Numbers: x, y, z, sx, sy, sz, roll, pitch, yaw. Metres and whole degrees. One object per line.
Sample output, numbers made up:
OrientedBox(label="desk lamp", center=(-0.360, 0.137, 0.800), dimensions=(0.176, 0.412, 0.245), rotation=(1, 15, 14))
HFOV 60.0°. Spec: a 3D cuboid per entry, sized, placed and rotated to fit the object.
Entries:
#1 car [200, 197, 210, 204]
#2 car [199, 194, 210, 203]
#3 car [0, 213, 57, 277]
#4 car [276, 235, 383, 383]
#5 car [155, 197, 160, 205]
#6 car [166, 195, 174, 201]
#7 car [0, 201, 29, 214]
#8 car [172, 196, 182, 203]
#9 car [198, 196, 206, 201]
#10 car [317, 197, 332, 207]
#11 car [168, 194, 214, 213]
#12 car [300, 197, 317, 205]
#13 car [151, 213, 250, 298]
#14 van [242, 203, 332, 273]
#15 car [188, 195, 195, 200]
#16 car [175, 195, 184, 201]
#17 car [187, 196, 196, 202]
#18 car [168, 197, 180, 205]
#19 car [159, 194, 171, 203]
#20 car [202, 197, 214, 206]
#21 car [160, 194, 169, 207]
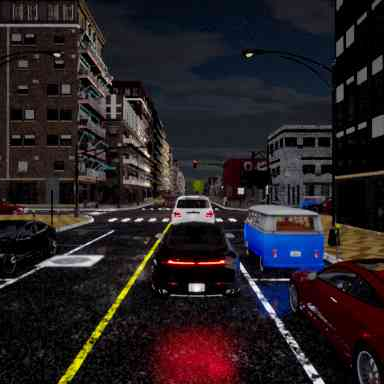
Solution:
OrientedBox(label="car", center=(2.565, 1.634, 66.194), dimensions=(1.802, 1.307, 4.206), rotation=(0, 0, 0))
OrientedBox(label="car", center=(2.556, 1.376, 71.734), dimensions=(2.192, 1.841, 5.009), rotation=(0, 0, 0))
OrientedBox(label="car", center=(-5.707, 1.567, 10.338), dimensions=(1.947, 1.339, 4.313), rotation=(0, 0, 0))
OrientedBox(label="car", center=(2.651, 1.582, 4.640), dimensions=(1.802, 1.307, 4.206), rotation=(0, 0, 0))
OrientedBox(label="car", center=(-5.804, 1.569, 60.468), dimensions=(1.752, 1.417, 4.829), rotation=(0, 0, 0))
OrientedBox(label="car", center=(-5.858, 1.617, 88.164), dimensions=(1.752, 1.417, 4.829), rotation=(0, 0, 0))
OrientedBox(label="car", center=(-17.526, 1.535, 31.101), dimensions=(4.206, 1.307, 1.802), rotation=(0, 0, 0))
OrientedBox(label="car", center=(-3.137, 1.583, 70.424), dimensions=(1.812, 1.442, 4.674), rotation=(0, 0, 0))
OrientedBox(label="car", center=(2.523, 1.643, 88.351), dimensions=(2.008, 1.369, 4.403), rotation=(0, 0, 0))
OrientedBox(label="car", center=(14.862, 1.359, 31.244), dimensions=(5.009, 1.841, 2.192), rotation=(0, 0, 0))
OrientedBox(label="car", center=(0.054, 1.225, 18.512), dimensions=(2.150, 2.045, 5.566), rotation=(0, 0, 0))
OrientedBox(label="car", center=(15.075, 1.620, 36.997), dimensions=(5.357, 1.411, 2.033), rotation=(0, 0, 2))
OrientedBox(label="car", center=(0.081, 1.506, 8.511), dimensions=(1.837, 1.490, 4.892), rotation=(0, 0, 0))
OrientedBox(label="van", center=(2.641, 1.343, 10.329), dimensions=(1.690, 1.788, 3.998), rotation=(0, 0, 0))
OrientedBox(label="car", center=(-0.176, 1.584, 91.949), dimensions=(1.895, 1.301, 4.718), rotation=(0, 0, 0))
OrientedBox(label="car", center=(-3.162, 1.556, 84.025), dimensions=(1.994, 1.385, 4.181), rotation=(0, 0, 0))
OrientedBox(label="car", center=(-0.157, 1.618, 81.499), dimensions=(2.033, 1.411, 5.357), rotation=(0, 0, 0))
OrientedBox(label="car", center=(-3.186, 1.644, 60.081), dimensions=(1.895, 1.301, 4.718), rotation=(0, 0, 0))
OrientedBox(label="car", center=(-5.825, 1.376, 71.717), dimensions=(2.192, 1.841, 5.009), rotation=(0, 0, 0))
OrientedBox(label="car", center=(2.587, 1.562, 55.286), dimensions=(1.752, 1.417, 4.829), rotation=(0, 0, 0))
OrientedBox(label="car", center=(-3.196, 1.383, 50.185), dimensions=(2.097, 1.767, 4.553), rotation=(0, 0, 0))
